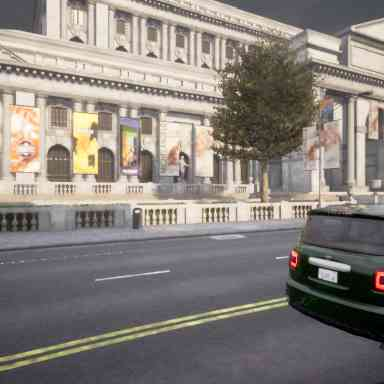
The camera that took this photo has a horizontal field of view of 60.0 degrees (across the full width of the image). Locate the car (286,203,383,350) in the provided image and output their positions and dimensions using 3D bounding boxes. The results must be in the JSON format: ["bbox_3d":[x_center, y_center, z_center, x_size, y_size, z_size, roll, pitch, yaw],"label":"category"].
[{"bbox_3d":[4.175,1.221,5.829,5.566,2.045,2.150,0,0,-29],"label":"car"}]
